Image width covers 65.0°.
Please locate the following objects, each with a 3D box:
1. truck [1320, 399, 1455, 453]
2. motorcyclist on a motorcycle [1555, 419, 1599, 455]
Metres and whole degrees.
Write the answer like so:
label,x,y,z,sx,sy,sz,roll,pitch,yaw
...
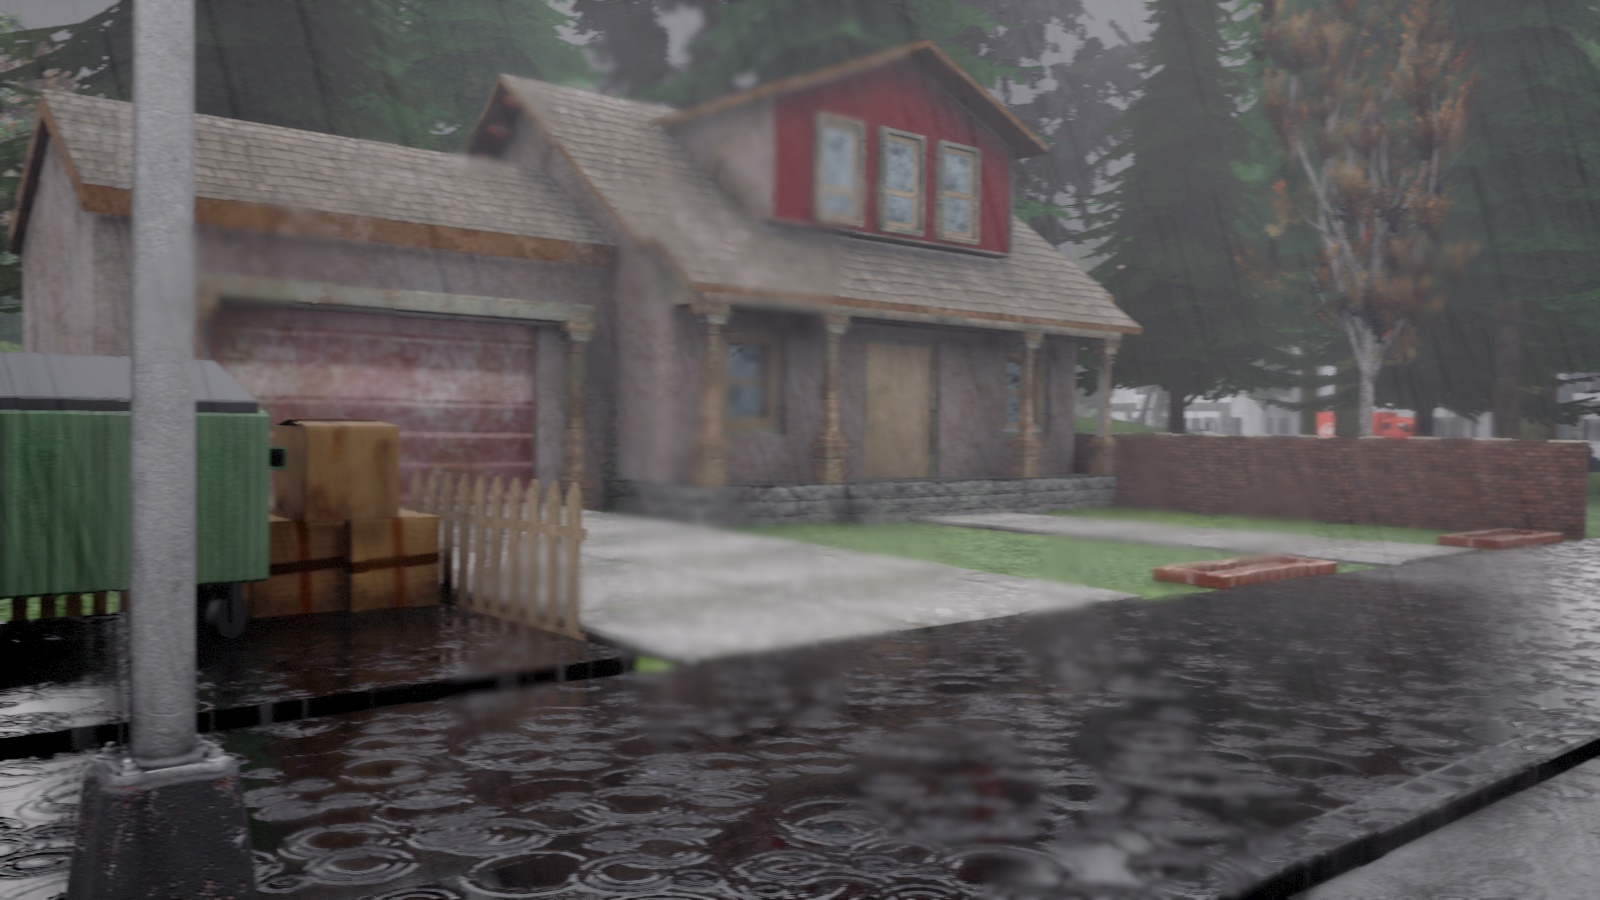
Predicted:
label,x,y,z,sx,sy,sz,roll,pitch,yaw
truck,28.019,-1.159,60.033,2.627,2.467,5.204,-1,2,-40
motorcyclist on a motorcycle,33.534,-0.554,53.492,0.866,1.530,2.191,-1,2,-39
